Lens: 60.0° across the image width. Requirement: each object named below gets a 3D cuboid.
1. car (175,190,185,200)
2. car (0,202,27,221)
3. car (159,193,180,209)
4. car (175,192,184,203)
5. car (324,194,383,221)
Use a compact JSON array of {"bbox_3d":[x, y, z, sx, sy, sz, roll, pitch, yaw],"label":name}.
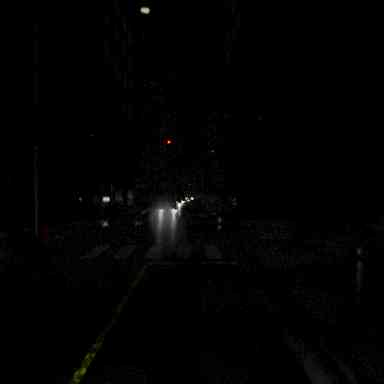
[{"bbox_3d":[-2.649,0.655,69.860,2.150,2.045,5.566,0,0,0],"label":"car"},{"bbox_3d":[-14.498,1.375,24.470,4.313,1.339,1.947,0,1,0],"label":"car"},{"bbox_3d":[-2.782,1.202,39.383,1.837,1.490,4.892,0,0,0],"label":"car"},{"bbox_3d":[-2.730,1.098,54.590,1.812,1.442,4.674,0,0,0],"label":"car"},{"bbox_3d":[12.384,1.100,24.389,5.009,1.841,2.192,0,1,0],"label":"car"}]
